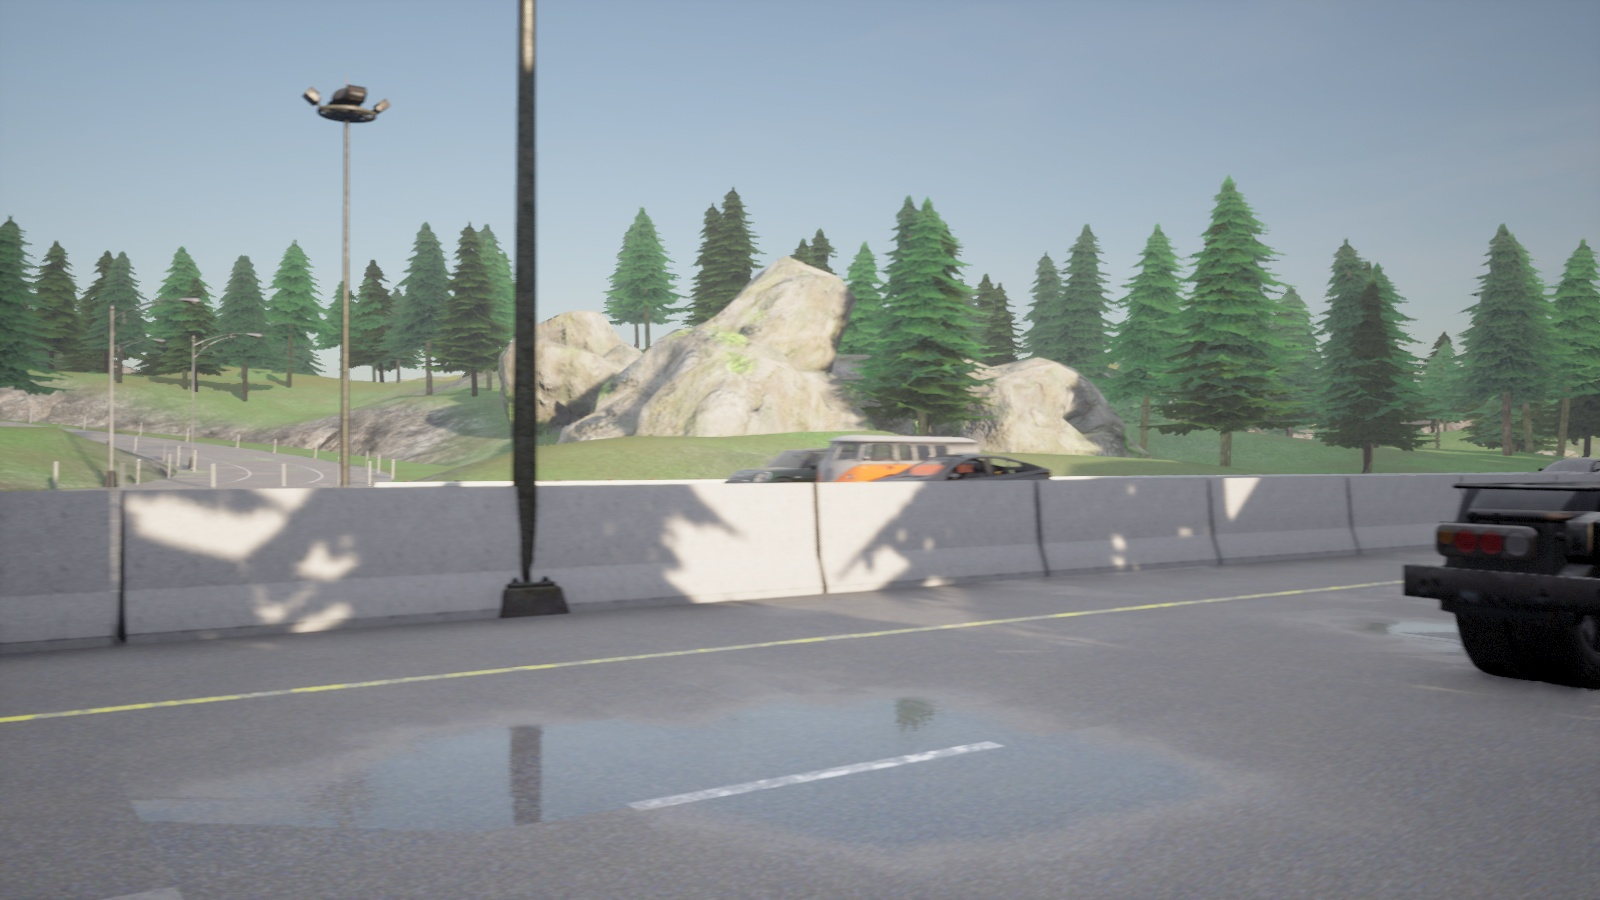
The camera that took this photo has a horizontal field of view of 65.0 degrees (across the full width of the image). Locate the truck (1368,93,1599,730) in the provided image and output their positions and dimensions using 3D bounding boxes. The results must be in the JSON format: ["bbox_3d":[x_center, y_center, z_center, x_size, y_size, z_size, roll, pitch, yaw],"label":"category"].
[{"bbox_3d":[7.669,-0.201,9.000,7.936,3.462,2.891,0,0,-35],"label":"truck"}]

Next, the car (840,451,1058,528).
[{"bbox_3d":[3.282,0.800,27.263,4.514,1.525,2.007,0,0,-35],"label":"car"}]

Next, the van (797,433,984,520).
[{"bbox_3d":[2.262,0.620,30.819,4.442,1.987,1.775,0,0,-35],"label":"van"}]

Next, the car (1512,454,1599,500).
[{"bbox_3d":[27.021,0.898,43.773,5.008,1.535,1.882,0,0,-35],"label":"car"}]

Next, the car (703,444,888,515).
[{"bbox_3d":[-0.087,0.736,33.448,4.553,1.767,2.097,0,0,-35],"label":"car"}]

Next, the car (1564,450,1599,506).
[{"bbox_3d":[25.748,0.830,38.634,4.856,1.649,2.033,0,0,-35],"label":"car"}]
